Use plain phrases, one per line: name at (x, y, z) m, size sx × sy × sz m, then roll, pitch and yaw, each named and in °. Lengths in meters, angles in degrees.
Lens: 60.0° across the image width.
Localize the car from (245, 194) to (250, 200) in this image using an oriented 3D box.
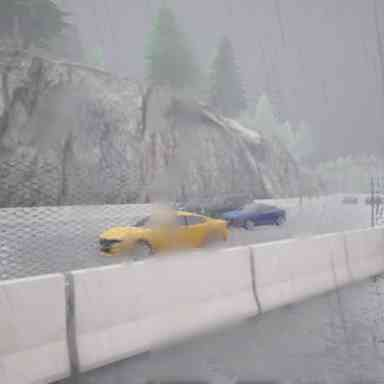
car at (2.391, 1.197, 23.987) m, size 5.566 × 2.045 × 2.150 m, roll 0°, pitch 0°, yaw -41°

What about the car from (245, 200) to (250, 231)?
car at (3.906, 1.448, 20.698) m, size 5.008 × 1.535 × 1.882 m, roll 0°, pitch 0°, yaw -41°
